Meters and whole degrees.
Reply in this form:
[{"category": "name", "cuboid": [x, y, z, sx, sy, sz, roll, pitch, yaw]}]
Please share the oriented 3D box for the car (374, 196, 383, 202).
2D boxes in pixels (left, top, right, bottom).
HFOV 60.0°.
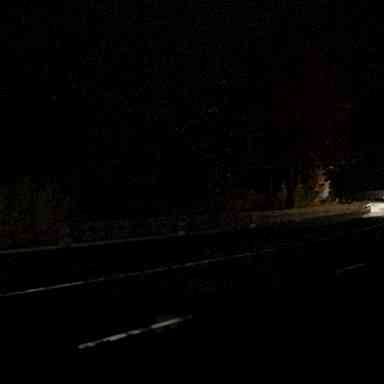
[{"category": "car", "cuboid": [46.976, 1.832, 82.315, 2.128, 1.511, 4.902, 0, 0, 3]}]
